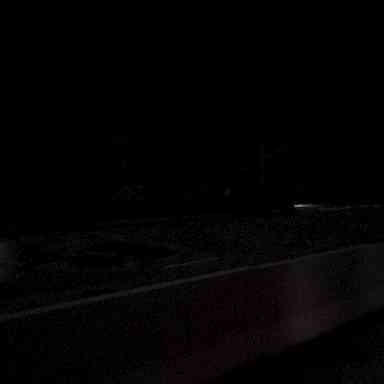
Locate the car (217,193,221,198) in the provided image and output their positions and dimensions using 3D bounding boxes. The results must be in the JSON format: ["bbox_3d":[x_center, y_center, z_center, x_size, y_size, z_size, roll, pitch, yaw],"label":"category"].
[{"bbox_3d":[5.427,0.876,70.310,1.994,1.385,4.181,-1,1,-6],"label":"car"}]

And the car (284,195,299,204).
[{"bbox_3d":[12.062,1.034,46.021,2.033,1.411,5.357,-1,1,-35],"label":"car"}]

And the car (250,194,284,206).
[{"bbox_3d":[9.067,1.086,44.196,2.033,1.411,5.357,-1,1,-35],"label":"car"}]
